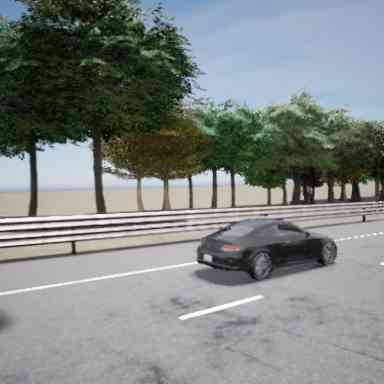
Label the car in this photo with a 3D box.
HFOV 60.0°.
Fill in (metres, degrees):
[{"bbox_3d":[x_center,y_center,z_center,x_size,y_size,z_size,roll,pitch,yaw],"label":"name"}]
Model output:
[{"bbox_3d":[2.292,1.490,9.726,4.674,1.442,1.812,0,0,-35],"label":"car"}]
